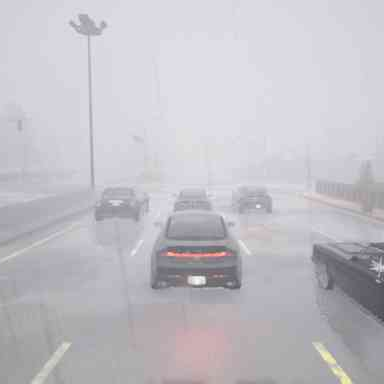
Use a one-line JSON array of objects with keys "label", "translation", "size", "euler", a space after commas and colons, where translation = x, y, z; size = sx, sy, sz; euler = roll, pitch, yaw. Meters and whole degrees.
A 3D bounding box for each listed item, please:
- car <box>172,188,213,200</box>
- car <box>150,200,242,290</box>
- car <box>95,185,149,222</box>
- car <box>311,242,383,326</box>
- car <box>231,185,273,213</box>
[{"label": "car", "translation": [0.027, 0.534, 17.505], "size": [1.837, 1.490, 4.892], "euler": [0, 5, 0]}, {"label": "car", "translation": [0.075, 1.202, 8.313], "size": [1.837, 1.490, 4.892], "euler": [0, 3, 0]}, {"label": "car", "translation": [-3.473, 0.404, 17.241], "size": [2.097, 1.767, 4.553], "euler": [0, 5, 0]}, {"label": "car", "translation": [3.586, 1.441, 5.331], "size": [1.895, 1.301, 4.718], "euler": [0, 2, 0]}, {"label": "car", "translation": [3.511, 0.318, 20.020], "size": [1.837, 1.490, 4.892], "euler": [0, 5, 0]}]
